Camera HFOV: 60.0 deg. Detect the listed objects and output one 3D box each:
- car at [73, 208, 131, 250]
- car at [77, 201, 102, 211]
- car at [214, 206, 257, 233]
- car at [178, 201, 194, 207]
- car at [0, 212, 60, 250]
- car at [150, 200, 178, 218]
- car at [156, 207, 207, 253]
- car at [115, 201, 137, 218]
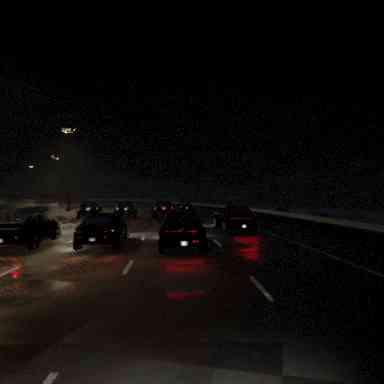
[{"bbox_3d":[-4.047,1.669,15.136,1.812,1.442,4.674,0,0,-5],"label":"car"},{"bbox_3d":[-10.198,1.680,33.388,2.097,1.767,4.553,-1,0,-11],"label":"car"},{"bbox_3d":[2.558,1.609,20.509,1.837,1.490,4.892,0,0,-7],"label":"car"},{"bbox_3d":[-1.092,1.839,41.082,1.994,1.385,4.181,0,0,-14],"label":"car"},{"bbox_3d":[-7.560,1.675,15.171,2.128,1.511,4.902,0,0,-5],"label":"car"},{"bbox_3d":[-2.964,1.596,32.907,2.097,1.767,4.553,-1,0,-10],"label":"car"},{"bbox_3d":[-0.479,1.604,14.348,1.837,1.490,4.892,0,0,-5],"label":"car"},{"bbox_3d":[-6.570,1.638,33.117,2.097,1.767,4.553,-1,0,-11],"label":"car"}]
